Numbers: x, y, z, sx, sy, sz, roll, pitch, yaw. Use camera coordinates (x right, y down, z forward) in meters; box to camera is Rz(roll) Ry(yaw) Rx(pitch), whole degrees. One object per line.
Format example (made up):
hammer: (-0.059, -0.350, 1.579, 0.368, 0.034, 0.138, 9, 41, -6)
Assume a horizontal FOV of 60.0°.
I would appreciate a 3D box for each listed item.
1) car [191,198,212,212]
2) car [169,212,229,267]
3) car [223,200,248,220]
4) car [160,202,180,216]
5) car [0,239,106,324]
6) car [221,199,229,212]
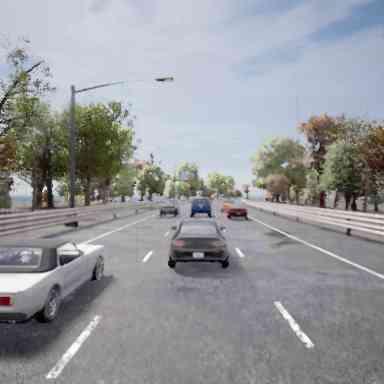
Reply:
car: (1.025, 1.637, 36.372, 2.150, 2.045, 5.566, 0, 0, 3)
car: (0.222, 1.658, 11.778, 1.812, 1.442, 4.674, 0, -1, 1)
car: (4.388, 1.861, 33.091, 1.882, 1.535, 5.008, 0, -1, 3)
car: (-2.433, 1.909, 37.189, 2.128, 1.511, 4.902, 0, -1, 3)
car: (-3.349, 1.675, 7.245, 1.895, 1.301, 4.718, 0, -1, 1)
car: (5.143, 1.903, 47.303, 2.097, 1.767, 4.553, 0, -1, 4)
